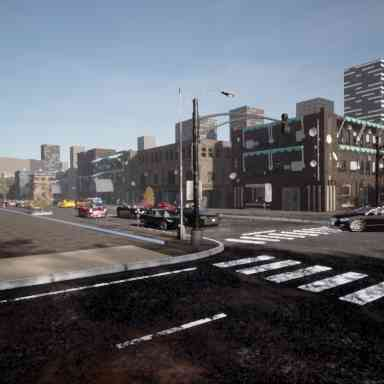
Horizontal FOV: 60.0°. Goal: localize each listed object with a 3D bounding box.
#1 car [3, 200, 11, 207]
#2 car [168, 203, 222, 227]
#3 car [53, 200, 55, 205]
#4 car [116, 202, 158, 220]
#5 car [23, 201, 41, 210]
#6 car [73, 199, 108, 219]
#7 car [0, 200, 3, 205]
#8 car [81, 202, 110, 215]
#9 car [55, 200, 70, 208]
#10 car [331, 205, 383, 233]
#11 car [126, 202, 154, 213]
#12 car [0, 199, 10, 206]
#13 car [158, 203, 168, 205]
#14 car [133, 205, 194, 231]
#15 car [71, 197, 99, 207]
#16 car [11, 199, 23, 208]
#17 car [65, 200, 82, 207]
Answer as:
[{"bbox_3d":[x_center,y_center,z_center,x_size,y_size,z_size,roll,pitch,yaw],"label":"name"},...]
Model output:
[{"bbox_3d":[-40.102,2.379,74.031,1.967,1.590,4.097,-1,0,-37],"label":"car"},{"bbox_3d":[0.263,1.783,24.397,1.994,1.385,4.181,-1,0,-38],"label":"car"},{"bbox_3d":[-30.075,2.364,74.622,1.947,1.339,4.313,-1,0,-37],"label":"car"},{"bbox_3d":[-5.721,1.825,32.421,2.128,1.511,4.902,-1,0,-37],"label":"car"},{"bbox_3d":[-26.735,2.232,56.167,1.752,1.417,4.829,-1,0,-37],"label":"car"},{"bbox_3d":[-10.260,1.846,34.143,1.967,1.590,4.097,-2,0,-37],"label":"car"},{"bbox_3d":[-43.416,2.547,78.464,2.008,1.369,4.403,-1,0,-37],"label":"car"},{"bbox_3d":[-11.847,1.974,40.624,1.812,1.442,4.674,-1,0,-36],"label":"car"},{"bbox_3d":[-22.966,2.142,60.810,1.882,1.535,5.008,-1,0,-37],"label":"car"},{"bbox_3d":[10.610,1.504,19.236,4.902,1.511,2.128,-1,0,-1],"label":"car"},{"bbox_3d":[-6.863,1.966,43.597,1.802,1.307,4.206,-2,0,-37],"label":"car"},{"bbox_3d":[-46.731,2.597,82.895,1.887,1.381,4.507,-1,0,-37],"label":"car"},{"bbox_3d":[-3.548,1.904,39.165,1.802,1.307,4.206,-2,0,-37],"label":"car"},{"bbox_3d":[-2.042,1.815,22.959,1.947,1.339,4.313,-2,0,-37],"label":"car"},{"bbox_3d":[-16.952,1.909,52.770,2.097,1.767,4.553,-1,0,-37],"label":"car"},{"bbox_3d":[-33.469,2.375,65.168,2.008,1.369,4.403,-1,0,-37],"label":"car"},{"bbox_3d":[-23.443,2.227,65.757,1.887,1.381,4.507,-1,0,-37],"label":"car"}]
